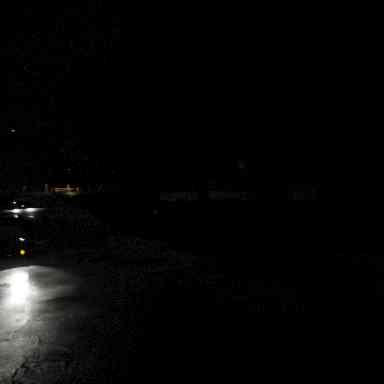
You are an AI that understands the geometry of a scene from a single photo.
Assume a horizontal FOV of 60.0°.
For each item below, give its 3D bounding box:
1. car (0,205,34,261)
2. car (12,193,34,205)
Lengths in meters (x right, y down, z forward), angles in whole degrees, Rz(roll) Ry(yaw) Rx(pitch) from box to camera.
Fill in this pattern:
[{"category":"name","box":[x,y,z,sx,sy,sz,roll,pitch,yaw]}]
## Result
[{"category":"car","box":[-6.275,1.382,10.850,1.994,1.385,4.181,-3,2,-25]},{"category":"car","box":[-17.225,0.857,34.030,2.033,1.411,5.357,-3,2,-25]}]
